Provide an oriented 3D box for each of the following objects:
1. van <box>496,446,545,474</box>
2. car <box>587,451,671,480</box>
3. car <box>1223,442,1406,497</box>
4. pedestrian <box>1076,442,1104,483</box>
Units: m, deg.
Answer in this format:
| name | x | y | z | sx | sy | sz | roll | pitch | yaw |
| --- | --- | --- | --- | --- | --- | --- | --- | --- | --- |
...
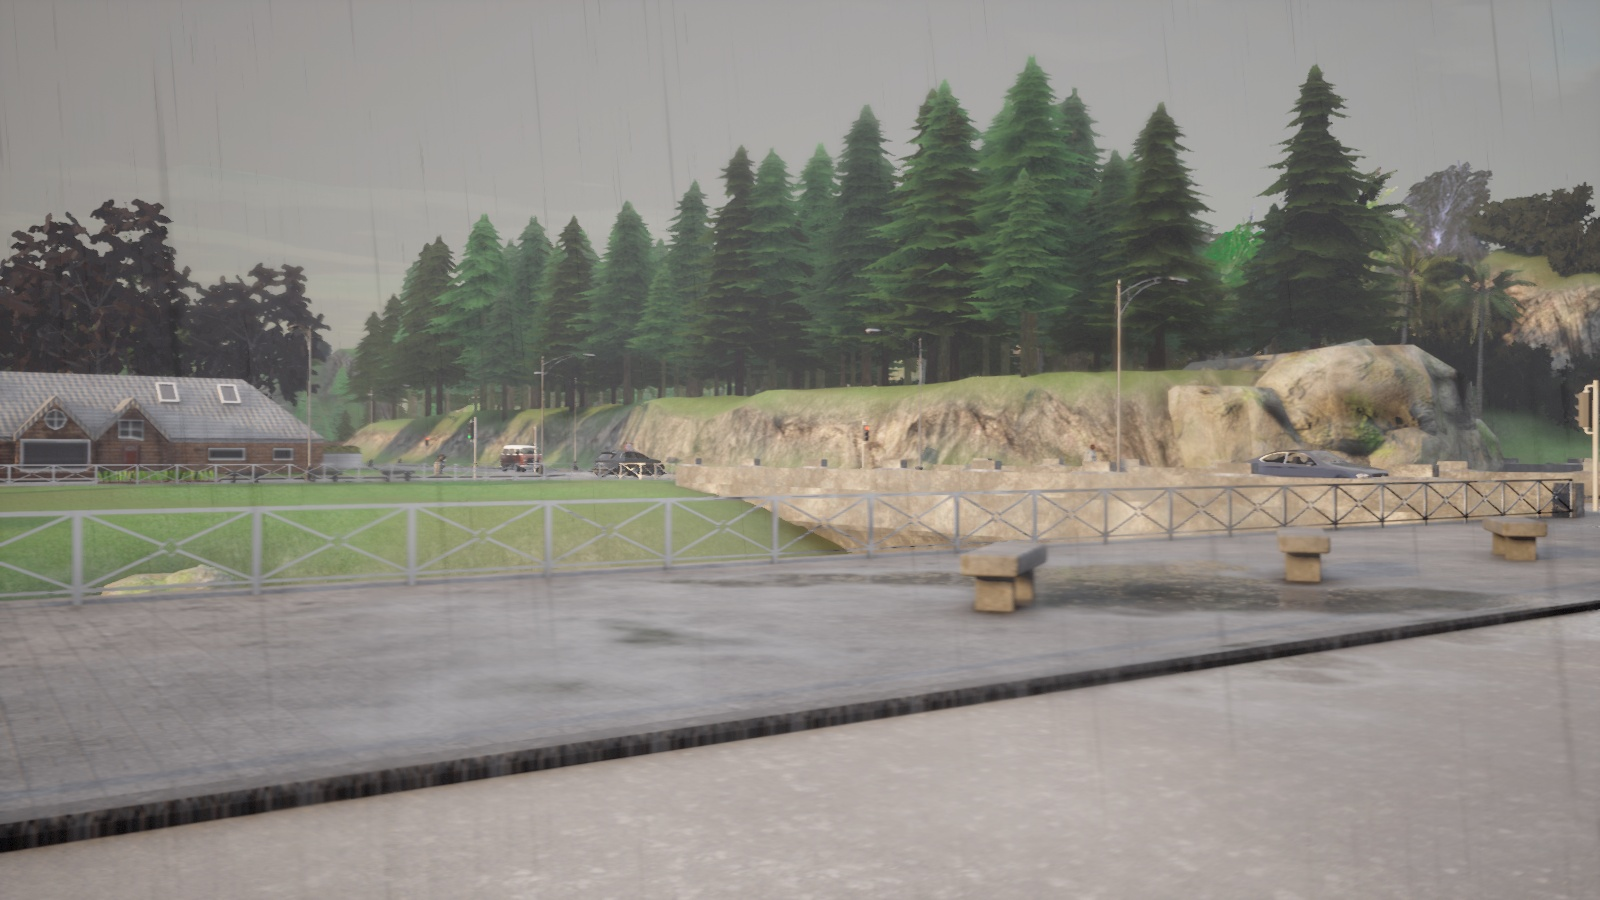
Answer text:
| name | x | y | z | sx | sy | sz | roll | pitch | yaw |
| --- | --- | --- | --- | --- | --- | --- | --- | --- | --- |
| van | -20.839 | 0.742 | 93.536 | 2.069 | 2.038 | 4.480 | 0 | 0 | -35 |
| car | -10.005 | 0.877 | 73.717 | 2.033 | 1.649 | 4.856 | 0 | 0 | 38 |
| car | 16.321 | 0.587 | 40.105 | 2.152 | 1.651 | 5.027 | 0 | 0 | -35 |
| pedestrian | 13.396 | 0.569 | 58.049 | 0.874 | 1.855 | 0.900 | 0 | 0 | -34 |
